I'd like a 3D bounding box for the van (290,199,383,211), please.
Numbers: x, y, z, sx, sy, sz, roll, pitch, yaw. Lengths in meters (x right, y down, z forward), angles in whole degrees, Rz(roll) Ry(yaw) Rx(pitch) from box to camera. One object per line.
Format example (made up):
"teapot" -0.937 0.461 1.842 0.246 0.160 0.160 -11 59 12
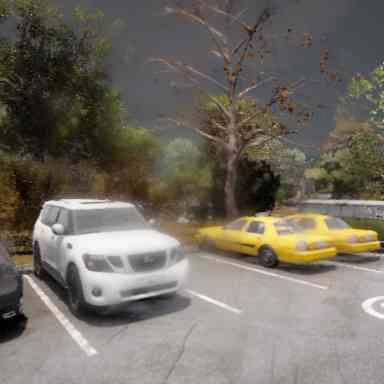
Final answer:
"van" 6.848 1.350 14.523 1.878 1.987 4.442 1 0 -35

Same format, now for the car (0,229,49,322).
"car" -4.603 1.483 6.526 2.231 1.521 4.892 0 0 -36

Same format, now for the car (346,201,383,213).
"car" 25.761 2.144 49.616 1.837 1.490 4.892 -1 2 -35

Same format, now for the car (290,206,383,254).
"car" 4.392 1.539 13.152 1.946 1.575 5.366 1 0 -35

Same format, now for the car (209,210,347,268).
"car" 2.221 1.514 11.614 1.946 1.575 5.366 0 0 -35

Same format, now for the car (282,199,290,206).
"car" 17.884 1.963 61.126 1.812 1.442 4.674 -1 1 -30

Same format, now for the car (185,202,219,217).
"car" 1.112 1.981 39.146 1.994 1.385 4.181 -1 2 -34

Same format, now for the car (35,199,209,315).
"car" -2.318 1.231 8.134 2.435 2.045 5.566 0 0 -36
